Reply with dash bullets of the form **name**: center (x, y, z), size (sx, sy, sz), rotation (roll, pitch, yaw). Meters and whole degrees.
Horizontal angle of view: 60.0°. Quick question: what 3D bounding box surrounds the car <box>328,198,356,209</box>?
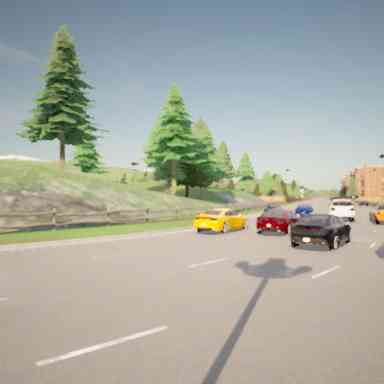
- **car**: center (14.488, 1.756, 32.270), size (2.150, 2.045, 5.566), rotation (0, -1, 22)

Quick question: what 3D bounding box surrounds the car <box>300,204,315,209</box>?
- **car**: center (12.914, 2.097, 37.840), size (1.882, 1.535, 5.008), rotation (0, -1, 22)

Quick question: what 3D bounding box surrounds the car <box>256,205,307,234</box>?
- **car**: center (5.695, 1.825, 21.330), size (1.882, 1.535, 5.008), rotation (0, -1, 31)

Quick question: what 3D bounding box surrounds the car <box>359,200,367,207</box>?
- **car**: center (42.842, 2.857, 82.787), size (1.882, 1.535, 5.008), rotation (0, -1, 21)

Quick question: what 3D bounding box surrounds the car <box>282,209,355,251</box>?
- **car**: center (6.196, 1.765, 15.714), size (1.837, 1.490, 4.892), rotation (0, -1, 37)

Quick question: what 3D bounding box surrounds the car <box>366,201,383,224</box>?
- **car**: center (17.136, 1.848, 29.446), size (2.097, 1.767, 4.553), rotation (0, -1, 22)

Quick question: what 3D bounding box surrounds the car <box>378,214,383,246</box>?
- **car**: center (8.836, 1.701, 13.007), size (1.882, 1.535, 5.008), rotation (0, -1, 37)

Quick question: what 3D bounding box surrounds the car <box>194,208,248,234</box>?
- **car**: center (2.041, 1.827, 21.923), size (1.882, 1.535, 5.008), rotation (0, -1, 33)
